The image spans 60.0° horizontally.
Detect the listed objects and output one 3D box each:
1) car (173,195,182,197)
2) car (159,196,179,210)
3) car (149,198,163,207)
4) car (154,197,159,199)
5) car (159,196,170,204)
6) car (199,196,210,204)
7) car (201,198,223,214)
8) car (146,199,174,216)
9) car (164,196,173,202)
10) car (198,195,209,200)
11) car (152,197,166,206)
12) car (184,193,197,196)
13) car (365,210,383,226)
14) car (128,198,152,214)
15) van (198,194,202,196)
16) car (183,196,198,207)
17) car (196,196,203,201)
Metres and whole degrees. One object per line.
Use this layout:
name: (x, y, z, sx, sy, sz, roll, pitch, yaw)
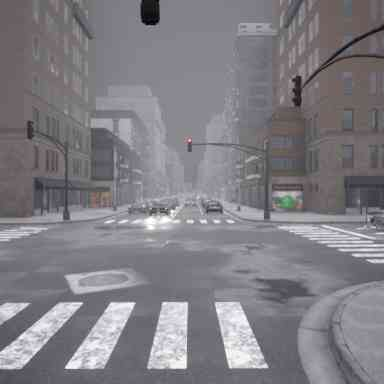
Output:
car: (-3.106, 1.633, 53.358, 1.994, 1.385, 4.181, 0, 0, 0)
car: (-3.128, 1.614, 43.399, 1.994, 1.385, 4.181, 0, 0, 1)
car: (-5.656, 1.650, 52.589, 1.802, 1.307, 4.206, 0, 0, 0)
car: (-5.672, 1.487, 41.568, 1.967, 1.590, 4.097, 0, 0, 0)
car: (-5.632, 1.548, 69.122, 1.967, 1.590, 4.097, 0, 0, 0)
car: (2.361, 1.639, 47.067, 1.802, 1.307, 4.206, 0, 0, 0)
car: (2.345, 1.604, 36.045, 1.947, 1.339, 4.313, 0, 0, 0)
car: (-3.147, 1.635, 33.421, 1.895, 1.301, 4.718, 0, 0, 0)
car: (-5.616, 1.690, 80.143, 2.008, 1.369, 4.403, 0, 0, 0)
car: (2.369, 1.634, 52.578, 1.947, 1.339, 4.313, 0, 0, 0)
car: (-5.648, 1.631, 58.100, 2.008, 1.369, 4.403, 0, 0, 0)
car: (-0.236, 1.646, 73.810, 2.128, 1.511, 4.902, 0, 0, 0)
car: (13.373, 1.441, 20.561, 4.902, 1.511, 2.128, 0, 0, 0)
car: (-5.680, 1.478, 36.057, 1.967, 1.590, 4.097, 0, 0, 0)
van: (2.377, 1.421, 58.089, 1.690, 1.788, 3.998, 0, 0, 0)
car: (-0.167, 1.669, 52.847, 1.895, 1.301, 4.718, 0, 0, 0)
car: (2.014, 1.693, 90.014, 1.812, 1.442, 4.674, 0, 0, 0)
